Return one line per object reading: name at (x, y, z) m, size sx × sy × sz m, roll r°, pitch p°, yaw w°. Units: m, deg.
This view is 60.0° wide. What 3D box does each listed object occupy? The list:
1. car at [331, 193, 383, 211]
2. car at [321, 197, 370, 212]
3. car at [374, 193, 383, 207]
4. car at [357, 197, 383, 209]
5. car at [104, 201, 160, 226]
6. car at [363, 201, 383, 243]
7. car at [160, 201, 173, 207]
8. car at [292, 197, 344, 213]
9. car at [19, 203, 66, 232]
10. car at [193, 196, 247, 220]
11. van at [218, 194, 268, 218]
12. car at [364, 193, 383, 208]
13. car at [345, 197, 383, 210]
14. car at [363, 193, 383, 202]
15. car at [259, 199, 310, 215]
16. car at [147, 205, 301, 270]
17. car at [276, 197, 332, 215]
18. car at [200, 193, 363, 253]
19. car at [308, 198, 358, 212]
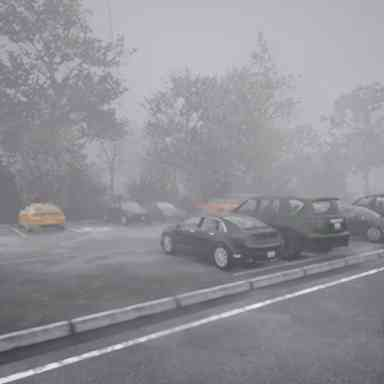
car at (20.398, 1.146, 41.007) m, size 2.435 × 2.045 × 5.566 m, roll 0°, pitch 0°, yaw -36°
car at (18.100, 1.423, 39.435) m, size 2.163 × 1.488 × 4.792 m, roll 0°, pitch 0°, yaw -36°
car at (29.364, 1.178, 47.410) m, size 2.435 × 2.045 × 5.566 m, roll 0°, pitch 0°, yaw -36°
car at (24.816, 1.450, 44.193) m, size 2.002 × 1.452 × 4.674 m, roll 0°, pitch 0°, yaw -36°
car at (-4.561, 1.400, 23.247) m, size 2.097 × 1.535 × 5.008 m, roll 0°, pitch 0°, yaw -35°
car at (7.582, 1.386, 15.836) m, size 2.231 × 1.521 × 4.892 m, roll 0°, pitch 0°, yaw -35°
car at (-2.288, 1.432, 24.860) m, size 2.002 × 1.452 × 4.674 m, roll 0°, pitch 0°, yaw -35°
car at (13.587, 1.389, 36.170) m, size 2.097 × 1.535 × 5.008 m, roll 0°, pitch 0°, yaw -36°
car at (-9.092, 1.430, 20.011) m, size 2.097 × 1.535 × 5.008 m, roll -1°, pitch 0°, yaw -35°
car at (2.267, 1.257, 28.063) m, size 2.185 × 1.767 × 4.553 m, roll 0°, pitch 0°, yaw -35°
van at (4.446, 1.155, 29.796) m, size 1.878 × 1.987 × 4.442 m, roll 0°, pitch 0°, yaw -35°
car at (27.198, 1.168, 45.862) m, size 2.435 × 2.045 × 5.566 m, roll 0°, pitch 0°, yaw -36°
car at (22.652, 1.403, 42.645) m, size 2.097 × 1.535 × 5.008 m, roll 0°, pitch 0°, yaw -36°
car at (9.854, 1.132, 17.481) m, size 2.435 × 2.045 × 5.566 m, roll 0°, pitch 0°, yaw -35°
car at (9.051, 1.425, 32.935) m, size 2.002 × 1.452 × 4.674 m, roll 0°, pitch 0°, yaw -36°
car at (0.741, 1.416, 10.953) m, size 2.231 × 1.521 × 4.892 m, roll 0°, pitch 0°, yaw -35°
car at (11.424, 1.384, 34.404) m, size 1.946 × 1.575 × 5.366 m, roll 0°, pitch 0°, yaw -36°
car at (3.003, 1.150, 12.604) m, size 2.435 × 2.045 × 5.566 m, roll 0°, pitch 0°, yaw -35°
car at (15.868, 1.421, 37.769) m, size 2.163 × 1.488 × 4.792 m, roll 0°, pitch 0°, yaw -36°
